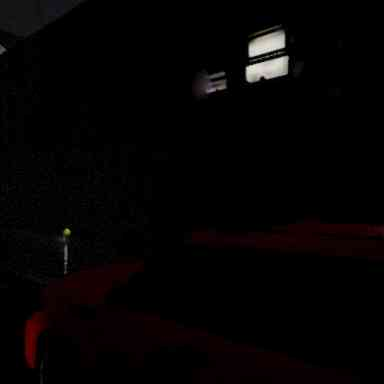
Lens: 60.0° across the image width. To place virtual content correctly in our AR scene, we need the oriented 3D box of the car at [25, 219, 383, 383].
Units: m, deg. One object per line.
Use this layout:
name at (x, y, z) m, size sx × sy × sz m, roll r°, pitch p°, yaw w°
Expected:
car at (0.755, 1.259, 2.828) m, size 5.566 × 2.045 × 2.150 m, roll 0°, pitch 0°, yaw 39°
